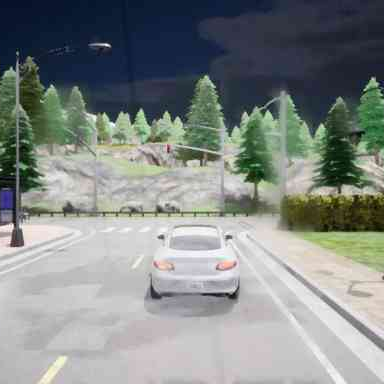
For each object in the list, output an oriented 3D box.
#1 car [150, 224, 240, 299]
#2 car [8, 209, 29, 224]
[{"bbox_3d":[0.077,1.525,8.310,1.812,1.442,4.674,0,0,1],"label":"car"},{"bbox_3d":[-14.267,1.505,23.818,4.902,1.511,2.128,0,0,1],"label":"car"}]
